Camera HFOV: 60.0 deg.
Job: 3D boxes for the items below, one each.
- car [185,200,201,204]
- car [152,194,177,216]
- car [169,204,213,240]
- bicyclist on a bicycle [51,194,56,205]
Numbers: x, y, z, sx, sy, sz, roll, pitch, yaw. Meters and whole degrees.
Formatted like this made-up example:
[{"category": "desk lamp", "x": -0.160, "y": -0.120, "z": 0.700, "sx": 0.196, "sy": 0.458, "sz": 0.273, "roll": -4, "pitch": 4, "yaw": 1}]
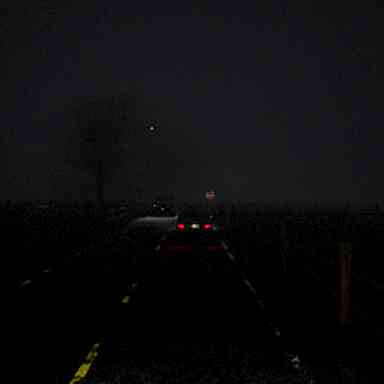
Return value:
[{"category": "car", "x": 0.100, "y": 1.519, "z": 30.952, "sx": 1.882, "sy": 1.535, "sz": 5.008, "roll": 0, "pitch": 0, "yaw": 0}, {"category": "car", "x": -2.752, "y": 1.268, "z": 34.059, "sx": 2.150, "sy": 2.045, "sz": 5.566, "roll": 0, "pitch": 0, "yaw": 0}, {"category": "car", "x": 0.106, "y": 1.569, "z": 17.178, "sx": 2.033, "sy": 1.411, "sz": 5.357, "roll": 0, "pitch": 0, "yaw": 0}, {"category": "bicyclist on a bicycle", "x": -21.990, "y": 1.197, "z": 52.752, "sx": 0.582, "sy": 1.620, "sz": 1.656, "roll": 1, "pitch": 0, "yaw": 2}]
